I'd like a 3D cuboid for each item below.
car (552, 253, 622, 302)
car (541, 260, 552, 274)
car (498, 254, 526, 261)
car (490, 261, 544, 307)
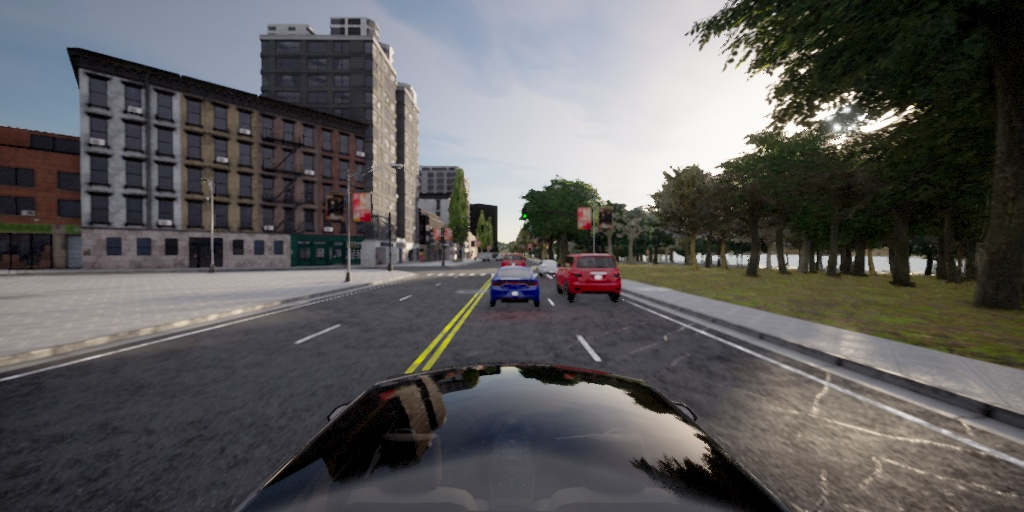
[{"bbox_3d":[3.357,0.891,16.599,2.150,2.045,5.566,0,1,0],"label":"car"},{"bbox_3d":[3.366,1.100,33.176,1.812,1.442,4.674,0,0,0],"label":"car"},{"bbox_3d":[0.118,0.798,32.638,2.150,2.045,5.566,0,0,0],"label":"car"},{"bbox_3d":[0.107,1.153,15.166,1.882,1.535,5.008,0,0,0],"label":"car"}]
